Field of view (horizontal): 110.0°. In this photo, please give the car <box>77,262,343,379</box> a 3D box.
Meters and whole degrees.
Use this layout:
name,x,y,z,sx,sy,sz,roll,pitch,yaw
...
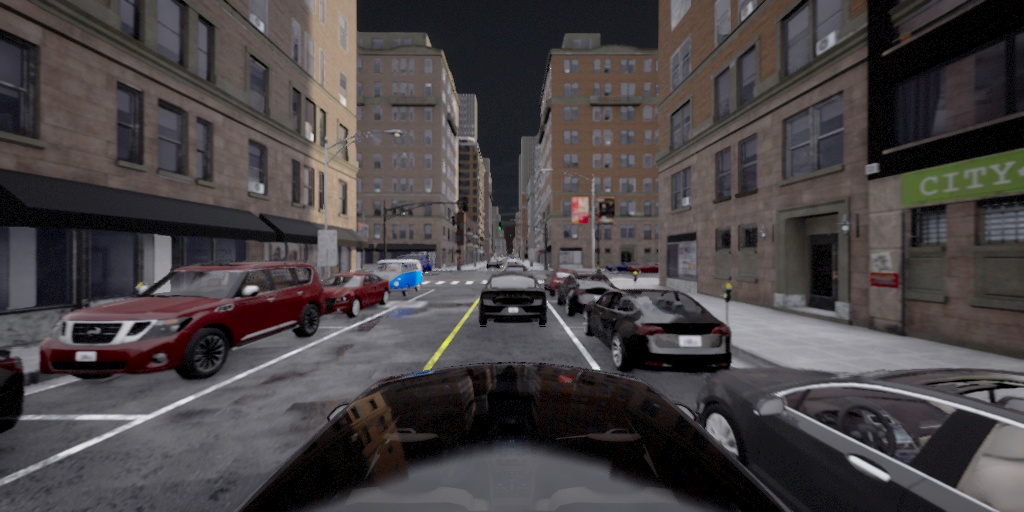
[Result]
name,x,y,z,sx,sy,sz,roll,pitch,yaw
car,-5.857,1.056,7.444,2.192,1.841,5.009,0,0,0

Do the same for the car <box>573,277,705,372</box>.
name,x,y,z,sx,sy,sz,roll,pitch,yaw
car,2.668,1.307,7.448,1.948,1.339,4.313,0,0,0

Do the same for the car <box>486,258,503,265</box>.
name,x,y,z,sx,sy,sz,roll,pitch,yaw
car,-2.840,1.155,54.728,1.882,1.535,5.008,0,0,0

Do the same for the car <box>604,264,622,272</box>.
name,x,y,z,sx,sy,sz,roll,pitch,yaw
car,13.230,1.295,41.712,4.718,1.301,1.895,0,0,-1

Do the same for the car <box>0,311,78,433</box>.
name,x,y,z,sx,sy,sz,roll,pitch,yaw
car,-5.857,1.316,1.859,1.948,1.339,4.313,0,0,0

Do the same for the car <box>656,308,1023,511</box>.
name,x,y,z,sx,sy,sz,roll,pitch,yaw
car,2.668,1.300,1.864,2.007,1.370,4.403,0,0,0

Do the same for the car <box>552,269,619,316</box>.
name,x,y,z,sx,sy,sz,roll,pitch,yaw
car,2.668,1.299,13.033,1.948,1.339,4.313,0,0,0

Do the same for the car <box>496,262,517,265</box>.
name,x,y,z,sx,sy,sz,roll,pitch,yaw
car,0.314,1.283,23.057,1.994,1.385,4.181,0,0,4

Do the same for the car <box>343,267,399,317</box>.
name,x,y,z,sx,sy,sz,roll,pitch,yaw
car,-5.857,1.279,13.031,1.888,1.381,4.507,0,0,0

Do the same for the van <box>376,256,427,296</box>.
name,x,y,z,sx,sy,sz,roll,pitch,yaw
van,-5.857,1.066,18.616,1.690,1.789,3.998,0,0,0

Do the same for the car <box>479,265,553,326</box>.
name,x,y,z,sx,sy,sz,roll,pitch,yaw
car,0.019,1.213,11.588,1.882,1.535,5.008,0,0,0

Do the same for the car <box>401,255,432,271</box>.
name,x,y,z,sx,sy,sz,roll,pitch,yaw
car,-11.479,0.921,38.455,5.566,2.045,2.150,0,-2,3

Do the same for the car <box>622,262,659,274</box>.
name,x,y,z,sx,sy,sz,roll,pitch,yaw
car,14.723,1.291,38.477,4.718,1.301,1.895,0,0,0
